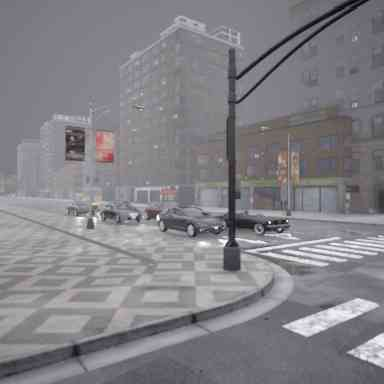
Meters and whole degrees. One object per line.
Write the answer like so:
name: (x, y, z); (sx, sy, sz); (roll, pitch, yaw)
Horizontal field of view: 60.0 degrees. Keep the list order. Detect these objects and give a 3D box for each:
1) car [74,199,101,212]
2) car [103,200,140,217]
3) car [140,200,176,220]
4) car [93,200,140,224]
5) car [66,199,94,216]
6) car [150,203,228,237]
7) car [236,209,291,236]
car: (-13.358, 1.642, 42.394); (1.882, 1.535, 5.008); (0, 0, -35)
car: (-7.323, 1.641, 34.039); (1.837, 1.490, 4.892); (0, 0, -36)
car: (-1.983, 1.457, 26.692); (2.097, 1.767, 4.553); (0, 0, -36)
car: (-5.699, 1.599, 26.267); (2.128, 1.511, 4.902); (0, 0, -36)
car: (-11.545, 1.644, 34.327); (1.837, 1.490, 4.892); (0, 0, -36)
car: (-0.204, 1.576, 18.706); (1.837, 1.490, 4.892); (0, 0, -36)
car: (3.341, 1.670, 19.366); (1.895, 1.301, 4.718); (0, 0, -36)
